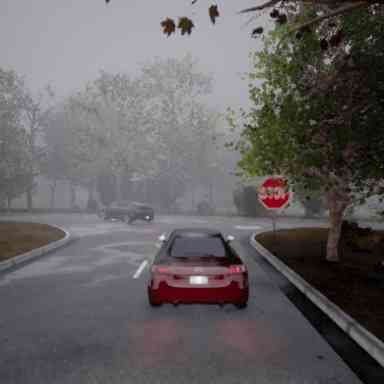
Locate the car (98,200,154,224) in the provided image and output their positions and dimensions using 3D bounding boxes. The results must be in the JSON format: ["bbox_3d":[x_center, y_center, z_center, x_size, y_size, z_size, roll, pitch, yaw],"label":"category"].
[{"bbox_3d":[-4.738,1.351,23.548,4.892,1.490,1.837,2,-1,42],"label":"car"}]

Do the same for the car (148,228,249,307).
[{"bbox_3d":[0.116,1.547,7.984,1.994,1.385,4.181,0,0,0],"label":"car"}]
